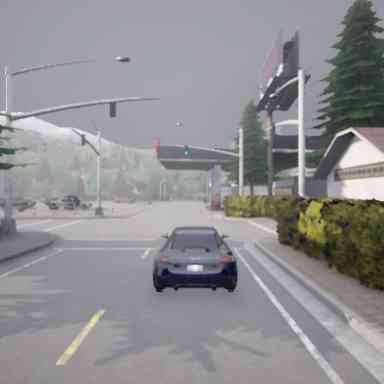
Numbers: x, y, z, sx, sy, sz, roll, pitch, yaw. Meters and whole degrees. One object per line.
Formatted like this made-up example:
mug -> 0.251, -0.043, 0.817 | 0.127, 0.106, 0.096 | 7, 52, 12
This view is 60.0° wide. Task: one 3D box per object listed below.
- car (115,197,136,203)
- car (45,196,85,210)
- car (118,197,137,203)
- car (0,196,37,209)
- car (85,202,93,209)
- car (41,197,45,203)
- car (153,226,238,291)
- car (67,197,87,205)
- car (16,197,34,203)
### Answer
car -> -16.408, 1.977, 81.587 | 5.027, 1.636, 2.152 | 0, 0, 0
car -> -16.759, 1.426, 44.006 | 3.866, 1.878, 1.905 | 0, 0, 0
car -> -16.478, 2.011, 84.724 | 4.514, 1.523, 2.007 | 0, 0, 0
car -> -24.645, 1.473, 47.249 | 4.605, 1.855, 1.932 | 0, 0, 0
car -> -16.166, 1.737, 47.332 | 3.806, 1.475, 1.970 | 0, 0, 0
car -> -24.003, 1.772, 59.707 | 4.514, 1.523, 2.007 | 0, 0, 0
car -> 0.081, 1.638, 9.225 | 1.994, 1.385, 4.181 | 0, 0, 0
car -> -24.016, 1.873, 69.699 | 3.633, 1.501, 1.845 | 0, 0, 0
car -> -42.512, 2.044, 84.569 | 3.633, 1.501, 1.845 | 0, 0, 0
